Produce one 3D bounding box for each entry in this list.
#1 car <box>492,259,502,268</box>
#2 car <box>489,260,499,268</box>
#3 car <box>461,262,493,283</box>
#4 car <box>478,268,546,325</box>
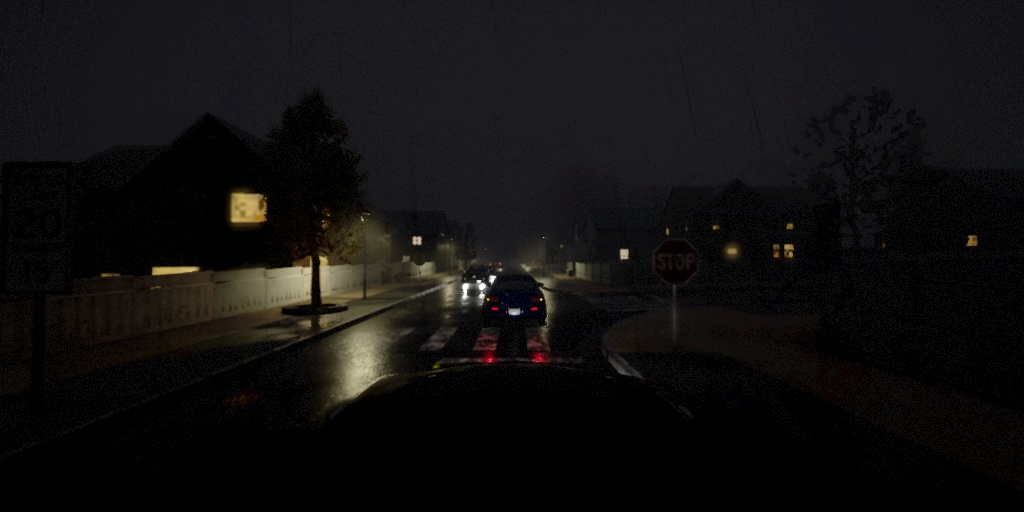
[{"bbox_3d":[-2.763,1.264,61.892,2.097,1.767,4.553,0,0,0],"label":"car"},{"bbox_3d":[-2.850,1.456,40.482,1.895,1.301,4.718,0,0,0],"label":"car"},{"bbox_3d":[-2.851,1.388,28.891,1.994,1.385,4.181,0,0,0],"label":"car"},{"bbox_3d":[0.081,1.300,11.770,1.812,1.442,4.674,0,0,0],"label":"car"}]
